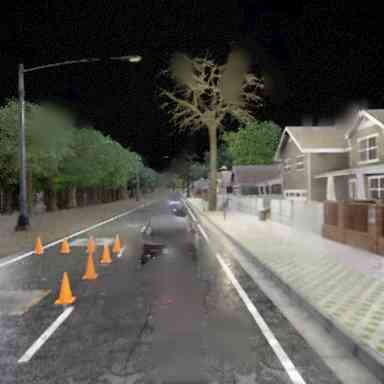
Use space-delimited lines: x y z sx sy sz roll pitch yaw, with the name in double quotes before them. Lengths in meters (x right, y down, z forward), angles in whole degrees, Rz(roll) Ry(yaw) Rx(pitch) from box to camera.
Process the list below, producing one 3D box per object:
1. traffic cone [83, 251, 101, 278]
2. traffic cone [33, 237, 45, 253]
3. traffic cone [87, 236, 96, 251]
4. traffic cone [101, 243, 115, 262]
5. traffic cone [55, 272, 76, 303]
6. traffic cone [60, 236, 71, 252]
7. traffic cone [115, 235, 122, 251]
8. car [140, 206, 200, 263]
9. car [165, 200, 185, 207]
"traffic cone" -2.746 1.988 8.997 0.340 0.580 0.340 -1 0 -3
"traffic cone" -5.918 2.035 12.862 0.340 0.580 0.340 -1 0 -3
"traffic cone" -3.920 2.002 12.950 0.340 0.580 0.340 -1 0 -3
"traffic cone" -2.833 1.987 10.996 0.340 0.580 0.340 -1 0 -3
"traffic cone" -2.658 1.989 6.999 0.340 0.580 0.340 -1 0 -3
"traffic cone" -4.919 2.019 12.906 0.340 0.580 0.340 -1 0 -3
"traffic cone" -2.921 1.986 12.994 0.340 0.580 0.340 -1 0 -3
"car" -0.771 1.501 12.069 1.837 1.490 4.892 -1 0 -3
"car" -1.704 1.513 33.304 1.812 1.442 4.674 -1 0 -2
